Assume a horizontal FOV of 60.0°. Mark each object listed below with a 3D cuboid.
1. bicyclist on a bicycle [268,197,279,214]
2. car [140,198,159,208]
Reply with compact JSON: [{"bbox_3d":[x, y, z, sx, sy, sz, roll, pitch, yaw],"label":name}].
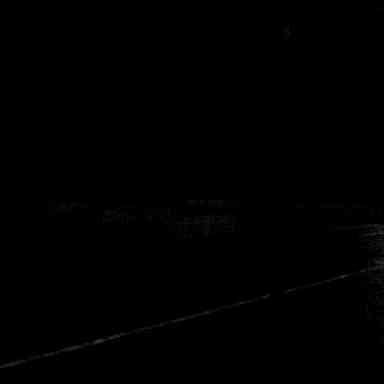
[{"bbox_3d":[8.263,1.380,33.703,1.656,1.620,0.582,0,0,-36],"label":"bicyclist on a bicycle"},{"bbox_3d":[-6.290,1.594,47.078,1.812,1.442,4.674,0,0,-36],"label":"car"}]
